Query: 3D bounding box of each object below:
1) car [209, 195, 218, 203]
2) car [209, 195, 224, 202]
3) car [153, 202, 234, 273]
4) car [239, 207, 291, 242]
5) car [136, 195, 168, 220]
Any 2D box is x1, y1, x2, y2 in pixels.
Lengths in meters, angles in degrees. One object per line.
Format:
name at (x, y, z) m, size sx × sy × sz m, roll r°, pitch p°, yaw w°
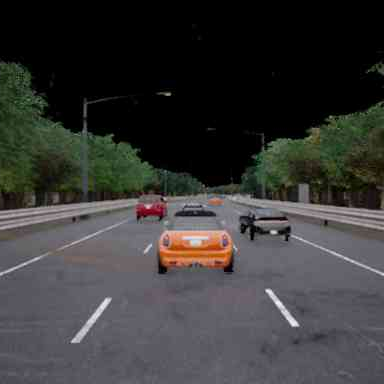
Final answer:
car at (5.264, 1.713, 82.219) m, size 2.150 × 2.045 × 5.566 m, roll 0°, pitch -1°, yaw 4°
car at (4.189, 1.599, 60.344) m, size 2.097 × 1.767 × 4.553 m, roll 0°, pitch 0°, yaw 2°
car at (0.098, 1.368, 10.923) m, size 2.097 × 1.767 × 4.553 m, roll 0°, pitch 0°, yaw 0°
car at (3.494, 1.505, 16.624) m, size 2.128 × 1.511 × 4.902 m, roll 0°, pitch 0°, yaw 0°
car at (-3.368, 1.296, 28.548) m, size 2.150 × 2.045 × 5.566 m, roll 0°, pitch 0°, yaw 1°
